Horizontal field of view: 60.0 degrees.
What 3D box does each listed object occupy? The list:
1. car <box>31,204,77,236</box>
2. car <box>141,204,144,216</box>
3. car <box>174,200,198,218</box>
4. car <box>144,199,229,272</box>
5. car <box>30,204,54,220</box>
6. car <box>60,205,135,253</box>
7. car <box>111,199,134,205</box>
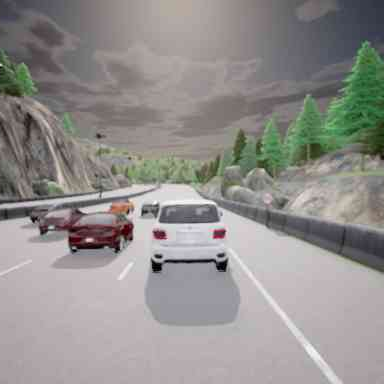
[{"bbox_3d":[-7.295,1.646,19.441,1.812,1.442,4.674,-1,0,-1],"label":"car"},{"bbox_3d":[-4.114,1.614,34.311,2.128,1.511,4.902,-1,0,-1],"label":"car"},{"bbox_3d":[-0.579,1.580,32.659,2.128,1.511,4.902,-1,0,-1],"label":"car"},{"bbox_3d":[-0.113,1.254,11.119,2.150,2.045,5.566,-1,0,-1],"label":"car"},{"bbox_3d":[-10.940,1.663,26.227,2.128,1.511,4.902,-1,0,-1],"label":"car"},{"bbox_3d":[-3.678,1.551,14.217,1.882,1.535,5.008,-1,0,-1],"label":"car"},{"bbox_3d":[-7.671,1.504,36.834,2.097,1.767,4.553,-1,0,-1],"label":"car"}]
